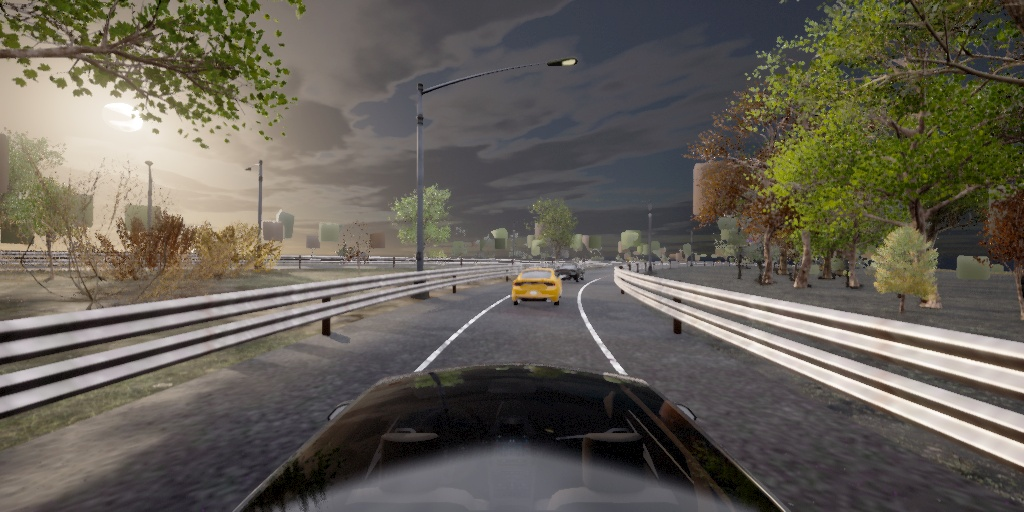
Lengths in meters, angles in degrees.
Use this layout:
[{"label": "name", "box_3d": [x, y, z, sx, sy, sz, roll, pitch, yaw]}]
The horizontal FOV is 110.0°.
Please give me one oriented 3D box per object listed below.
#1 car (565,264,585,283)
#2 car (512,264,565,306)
[{"label": "car", "box_3d": [4.943, 1.407, 30.309, 1.882, 1.535, 5.008, 0, -1, 19]}, {"label": "car", "box_3d": [1.242, 1.276, 16.098, 1.882, 1.535, 5.008, 0, 0, 10]}]
